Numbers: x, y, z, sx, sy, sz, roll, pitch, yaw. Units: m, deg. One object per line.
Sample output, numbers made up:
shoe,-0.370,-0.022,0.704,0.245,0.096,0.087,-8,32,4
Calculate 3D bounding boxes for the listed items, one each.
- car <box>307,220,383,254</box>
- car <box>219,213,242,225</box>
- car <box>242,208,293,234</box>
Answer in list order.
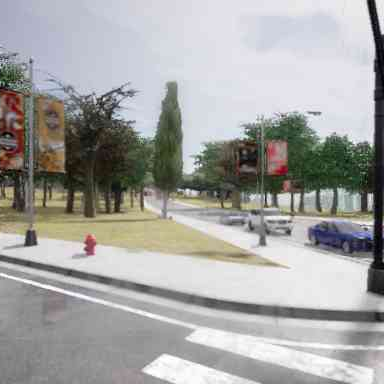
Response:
car,8.322,2.366,18.443,1.882,1.535,5.008,0,-2,-11
car,4.578,3.078,38.276,1.895,1.301,4.718,0,-2,-11
car,6.465,2.388,28.274,2.150,2.045,5.566,0,-2,-10
